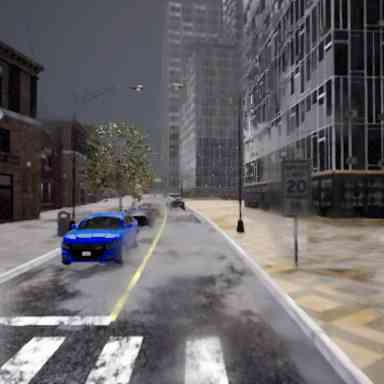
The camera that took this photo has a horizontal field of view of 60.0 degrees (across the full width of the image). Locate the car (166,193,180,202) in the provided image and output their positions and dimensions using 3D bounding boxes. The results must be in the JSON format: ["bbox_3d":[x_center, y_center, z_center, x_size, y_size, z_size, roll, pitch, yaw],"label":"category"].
[{"bbox_3d":[-2.834,1.212,51.951,2.150,2.045,5.566,0,0,-7],"label":"car"}]

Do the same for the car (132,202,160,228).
[{"bbox_3d":[-3.420,1.561,21.874,1.994,1.385,4.181,0,0,-3],"label":"car"}]

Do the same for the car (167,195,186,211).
[{"bbox_3d":[-1.835,1.499,41.556,1.837,1.490,4.892,0,0,-5],"label":"car"}]

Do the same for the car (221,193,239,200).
[{"bbox_3d":[9.638,1.181,82.094,5.009,1.841,2.192,0,-1,12],"label":"car"}]

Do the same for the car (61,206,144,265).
[{"bbox_3d":[-3.062,1.477,11.941,1.882,1.535,5.008,0,0,-2],"label":"car"}]
